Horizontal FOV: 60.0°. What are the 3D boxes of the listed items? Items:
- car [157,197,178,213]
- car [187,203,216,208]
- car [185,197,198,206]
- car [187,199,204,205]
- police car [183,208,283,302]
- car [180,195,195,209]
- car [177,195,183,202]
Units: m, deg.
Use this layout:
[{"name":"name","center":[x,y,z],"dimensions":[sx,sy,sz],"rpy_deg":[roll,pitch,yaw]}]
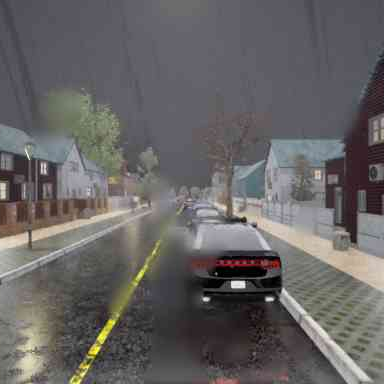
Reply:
[{"name":"car","center":[-2.933,1.599,38.881],"dimensions":[1.812,1.442,4.674],"rpy_deg":[0,0,0]},{"name":"car","center":[0.786,1.536,18.323],"dimensions":[1.812,1.442,4.674],"rpy_deg":[0,0,0]},{"name":"car","center":[-0.123,1.679,58.096],"dimensions":[2.128,1.511,4.902],"rpy_deg":[0,0,0]},{"name":"car","center":[0.774,1.500,24.324],"dimensions":[1.882,1.535,5.008],"rpy_deg":[0,0,0]},{"name":"police car","center":[0.807,1.426,8.432],"dimensions":[1.930,1.638,5.238],"rpy_deg":[0,0,0]},{"name":"car","center":[-0.074,1.595,44.909],"dimensions":[2.128,1.511,4.902],"rpy_deg":[0,0,1]},{"name":"car","center":[-2.944,1.715,91.832],"dimensions":[2.150,2.045,5.566],"rpy_deg":[0,-1,0]}]
